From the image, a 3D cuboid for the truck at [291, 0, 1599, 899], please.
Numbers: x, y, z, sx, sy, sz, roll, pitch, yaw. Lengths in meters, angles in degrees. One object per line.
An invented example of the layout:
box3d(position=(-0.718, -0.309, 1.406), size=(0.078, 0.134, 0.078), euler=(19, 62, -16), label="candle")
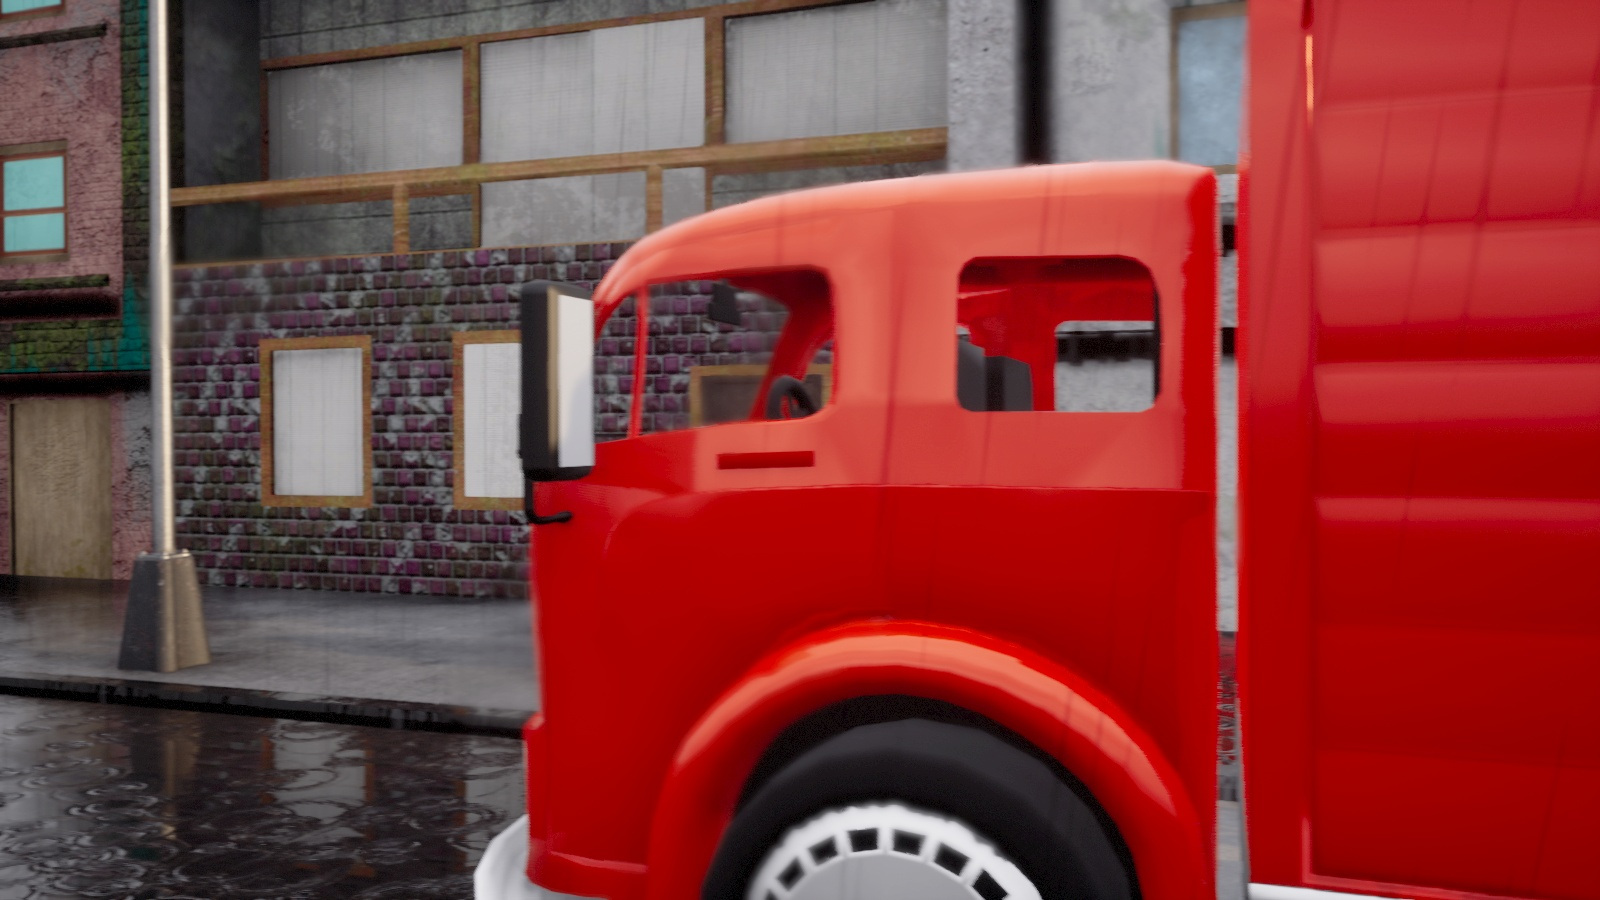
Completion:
box3d(position=(1.794, 0.297, 3.110), size=(5.204, 2.467, 2.627), euler=(1, 1, 19), label="truck")
